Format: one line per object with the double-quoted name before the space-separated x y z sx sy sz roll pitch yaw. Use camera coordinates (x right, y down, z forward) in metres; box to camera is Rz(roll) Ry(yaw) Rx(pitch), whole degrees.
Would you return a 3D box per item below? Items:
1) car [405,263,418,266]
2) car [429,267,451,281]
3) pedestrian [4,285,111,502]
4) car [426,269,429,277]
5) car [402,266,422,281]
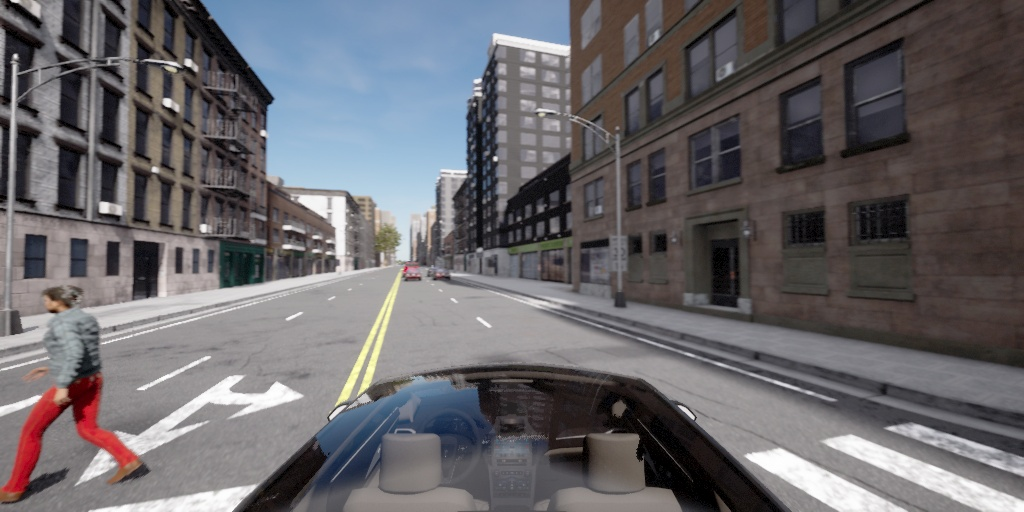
"car" -14.365 2.008 51.092 2.150 2.045 5.566 0 -1 -16
"car" -8.389 2.143 42.579 2.033 1.411 5.357 0 -1 -16
"pedestrian" -3.852 1.082 3.081 0.375 1.860 0.375 1 -2 -17
"car" -11.452 2.296 52.713 2.128 1.511 4.902 0 -1 -16
"car" -11.367 2.131 41.223 2.033 1.411 5.357 0 -1 -16
